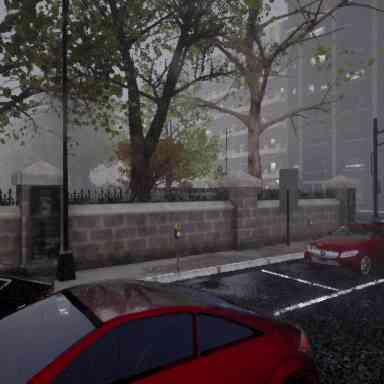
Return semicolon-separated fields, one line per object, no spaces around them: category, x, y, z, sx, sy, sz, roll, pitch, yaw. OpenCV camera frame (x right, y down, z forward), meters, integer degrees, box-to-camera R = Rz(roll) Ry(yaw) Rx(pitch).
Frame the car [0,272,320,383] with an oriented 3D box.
car;-0.836;1.564;2.788;4.181;1.385;1.994;0;0;-35

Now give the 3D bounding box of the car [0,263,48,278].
car;-3.830;1.566;3.858;4.313;1.339;1.947;0;0;-35

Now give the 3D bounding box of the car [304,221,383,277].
car;5.243;1.581;10.201;4.206;1.307;1.802;0;0;-35
